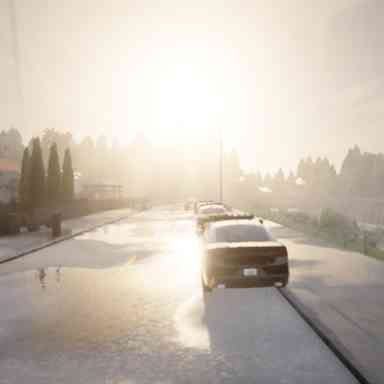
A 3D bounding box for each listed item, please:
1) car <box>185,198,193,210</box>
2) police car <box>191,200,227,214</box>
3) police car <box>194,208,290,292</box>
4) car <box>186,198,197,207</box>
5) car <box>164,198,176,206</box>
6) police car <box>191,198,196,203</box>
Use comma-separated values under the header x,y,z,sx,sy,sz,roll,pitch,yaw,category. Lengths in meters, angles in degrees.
x,y,z,sx,sy,sz,roll,pitch,yaw,category
0.000,1.751,45.068,1.994,1.385,4.181,0,0,0,car
1.128,1.455,19.188,1.930,1.638,5.238,-4,0,0,police car
1.153,1.440,9.196,1.930,1.638,5.238,-2,-1,0,police car
-0.044,1.743,57.429,1.837,1.490,4.892,0,0,0,car
-4.049,1.823,62.514,1.994,1.385,4.181,0,0,0,car
1.127,1.480,25.180,1.930,1.638,5.238,-4,0,0,police car
